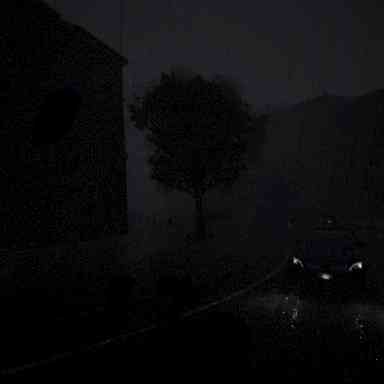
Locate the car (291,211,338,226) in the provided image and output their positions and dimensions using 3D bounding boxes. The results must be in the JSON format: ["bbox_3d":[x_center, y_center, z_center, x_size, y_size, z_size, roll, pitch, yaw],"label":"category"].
[{"bbox_3d":[9.302,2.129,25.520,1.994,1.385,4.181,-2,-2,-12],"label":"car"}]

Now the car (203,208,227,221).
[{"bbox_3d":[2.472,2.792,41.707,1.882,1.535,5.008,-2,-2,-25],"label":"car"}]

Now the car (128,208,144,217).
[{"bbox_3d":[-10.172,3.689,59.817,2.033,1.411,5.357,-2,0,-25],"label":"car"}]

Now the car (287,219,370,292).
[{"bbox_3d":[4.086,1.730,9.800,1.812,1.442,4.674,-1,-2,26],"label":"car"}]
